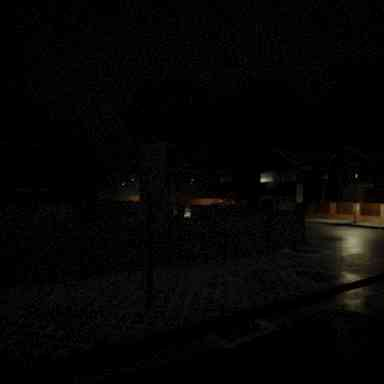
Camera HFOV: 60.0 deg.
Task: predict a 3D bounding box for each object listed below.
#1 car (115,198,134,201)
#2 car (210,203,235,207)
[{"bbox_3d":[-8.933,1.489,44.037,1.882,1.535,5.008,1,0,-35],"label":"car"},{"bbox_3d":[2.720,1.630,27.369,1.812,1.442,4.674,1,0,-35],"label":"car"}]
